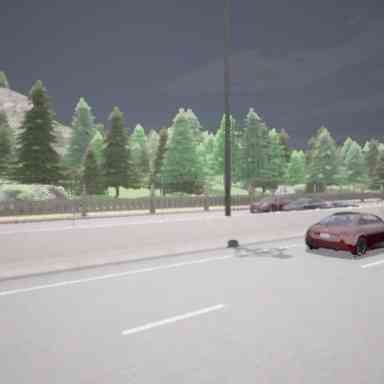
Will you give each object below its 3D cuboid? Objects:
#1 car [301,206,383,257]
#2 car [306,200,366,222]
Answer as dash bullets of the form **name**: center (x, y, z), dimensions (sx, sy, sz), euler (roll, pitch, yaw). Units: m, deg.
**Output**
- **car**: center (6.134, 1.428, 12.431), dimensions (4.181, 1.385, 1.994), euler (-1, 0, -35)
- **car**: center (10.672, 1.345, 24.514), dimensions (4.718, 1.301, 1.895), euler (-1, 0, -36)
